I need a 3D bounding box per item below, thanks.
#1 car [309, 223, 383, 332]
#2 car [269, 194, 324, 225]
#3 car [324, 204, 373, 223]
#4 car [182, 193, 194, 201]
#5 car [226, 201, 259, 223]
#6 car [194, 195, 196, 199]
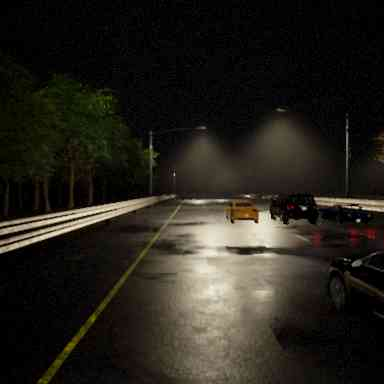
[{"bbox_3d":[3.596,1.479,4.702,2.128,1.511,4.902,0,0,0],"label":"car"},{"bbox_3d":[7.087,1.136,23.683,2.150,2.045,5.566,0,0,0],"label":"car"},{"bbox_3d":[10.587,1.517,23.368,1.895,1.301,4.718,0,0,0],"label":"car"},{"bbox_3d":[-1.259,1.093,76.132,2.097,1.767,4.553,0,0,0],"label":"car"},{"bbox_3d":[3.588,1.389,24.358,1.882,1.535,5.008,0,0,0],"label":"car"},{"bbox_3d":[-0.041,1.230,94.847,1.812,1.442,4.674,0,-1,0],"label":"car"}]
